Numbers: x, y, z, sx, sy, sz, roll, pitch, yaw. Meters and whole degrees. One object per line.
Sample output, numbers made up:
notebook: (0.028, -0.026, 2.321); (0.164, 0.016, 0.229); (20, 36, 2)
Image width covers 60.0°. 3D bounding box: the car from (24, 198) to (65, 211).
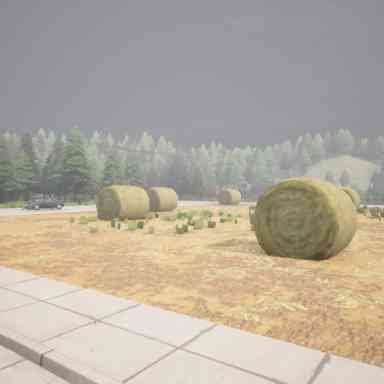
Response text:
car: (-18.323, 1.499, 41.437); (2.128, 1.511, 4.902); (0, 0, 36)
